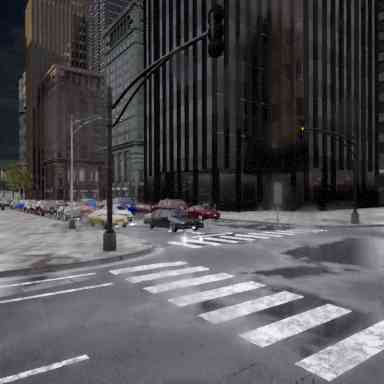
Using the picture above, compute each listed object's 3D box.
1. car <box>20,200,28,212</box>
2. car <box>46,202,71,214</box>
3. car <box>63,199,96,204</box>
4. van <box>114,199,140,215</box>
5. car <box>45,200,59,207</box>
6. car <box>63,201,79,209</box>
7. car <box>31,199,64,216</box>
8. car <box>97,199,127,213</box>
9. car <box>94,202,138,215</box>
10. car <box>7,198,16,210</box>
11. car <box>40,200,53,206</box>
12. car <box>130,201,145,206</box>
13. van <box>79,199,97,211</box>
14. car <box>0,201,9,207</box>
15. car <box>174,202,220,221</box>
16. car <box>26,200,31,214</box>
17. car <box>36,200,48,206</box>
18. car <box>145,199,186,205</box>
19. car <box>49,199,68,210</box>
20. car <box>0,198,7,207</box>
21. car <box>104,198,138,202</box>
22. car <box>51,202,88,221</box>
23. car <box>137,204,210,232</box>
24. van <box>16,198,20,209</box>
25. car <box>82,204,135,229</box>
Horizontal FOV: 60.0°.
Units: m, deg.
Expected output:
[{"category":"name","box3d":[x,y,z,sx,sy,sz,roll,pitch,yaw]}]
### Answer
[{"category":"car","box3d":[-23.299,2.158,48.452,1.967,1.590,4.097,-1,0,-35]},{"category":"car","box3d":[-18.871,2.146,46.918,2.128,1.511,4.902,0,-1,-35]},{"category":"car","box3d":[-12.890,1.867,38.417,2.097,1.767,4.553,0,-1,-35]},{"category":"van","box3d":[-8.194,1.833,41.929,1.690,1.788,3.998,-1,0,-35]},{"category":"car","box3d":[-31.662,2.596,74.969,1.947,1.339,4.313,-1,0,-35]},{"category":"car","box3d":[-22.630,2.408,62.242,1.802,1.307,4.206,-1,0,-35]},{"category":"car","box3d":[-17.647,1.901,40.484,2.192,1.841,5.009,-1,0,-35]},{"category":"car","box3d":[-11.133,1.875,46.080,2.192,1.841,5.009,-1,0,-35]},{"category":"car","box3d":[-7.012,1.902,30.122,1.812,1.442,4.674,0,-1,-35]},{"category":"car","box3d":[-31.886,2.355,60.550,1.967,1.590,4.097,-1,0,-35]},{"category":"car","box3d":[-34.674,2.662,79.212,1.947,1.339,4.313,-1,0,-35]},{"category":"car","box3d":[-5.249,2.004,37.777,1.802,1.307,4.206,-1,0,-35]},{"category":"van","box3d":[-17.012,2.038,54.384,1.690,1.788,3.998,-1,0,-35]},{"category":"car","box3d":[-44.332,2.773,78.092,1.802,1.307,4.206,-1,0,-35]},{"category":"car","box3d":[0.630,1.828,29.473,1.887,1.381,4.507,-1,0,-35]},{"category":"car","box3d":[-20.470,2.197,44.468,1.887,1.381,4.507,-1,0,-35]},{"category":"car","box3d":[-37.684,2.711,83.454,2.008,1.369,4.403,-1,0,-35]},{"category":"car","box3d":[-2.315,1.668,33.625,2.192,1.841,5.009,-1,0,-35]},{"category":"car","box3d":[-23.839,2.168,59.368,2.097,1.767,4.553,0,0,-35]},{"category":"car","box3d":[-41.221,2.668,73.707,1.887,1.381,4.507,-1,0,-35]},{"category":"car","box3d":[-8.256,1.674,37.402,2.150,2.045,5.566,0,-1,-35]},{"category":"car","box3d":[-11.986,2.004,32.515,2.008,1.369,4.403,-1,0,-35]},{"category":"car","box3d":[-1.414,1.791,22.180,2.033,1.411,5.357,0,-1,-35]},{"category":"van","box3d":[-26.129,2.124,52.436,1.690,1.788,3.998,-1,0,-35]},{"category":"car","box3d":[-6.233,1.843,24.408,1.752,1.417,4.829,-1,0,-35]}]
